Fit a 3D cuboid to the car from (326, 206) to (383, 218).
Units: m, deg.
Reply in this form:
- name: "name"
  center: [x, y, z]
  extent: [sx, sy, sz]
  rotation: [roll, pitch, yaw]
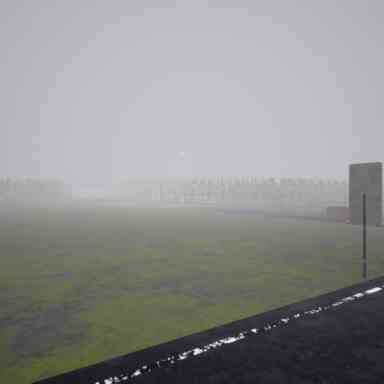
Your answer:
- name: "car"
  center: [13.394, 1.491, 26.877]
  extent: [1.895, 1.301, 4.718]
  rotation: [0, 1, -35]
